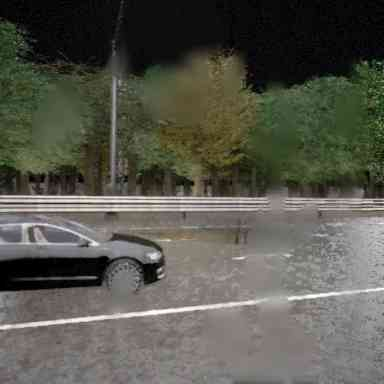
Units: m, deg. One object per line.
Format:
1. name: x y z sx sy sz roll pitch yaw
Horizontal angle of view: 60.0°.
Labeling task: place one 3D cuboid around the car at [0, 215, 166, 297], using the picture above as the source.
1. car: -2.984 1.236 6.788 4.902 1.511 2.128 1 2 -18
